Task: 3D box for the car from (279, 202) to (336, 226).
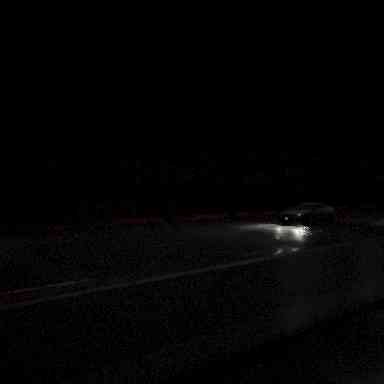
[{"bbox_3d":[7.915,1.402,22.544,4.674,1.442,1.812,0,0,-36],"label":"car"}]
